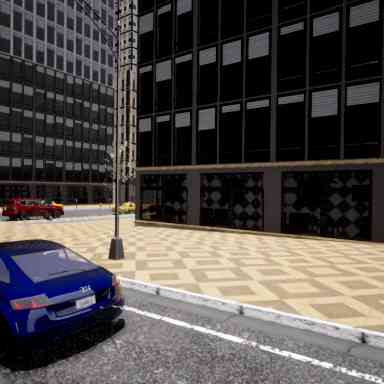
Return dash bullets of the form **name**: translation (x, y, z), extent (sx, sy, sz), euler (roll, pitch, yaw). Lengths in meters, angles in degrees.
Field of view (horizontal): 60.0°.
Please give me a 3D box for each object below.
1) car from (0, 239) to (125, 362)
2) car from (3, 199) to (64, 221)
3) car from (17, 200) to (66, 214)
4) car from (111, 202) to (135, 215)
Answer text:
- **car**: translation (-3.195, 1.561, 5.944), extent (4.181, 1.385, 1.994), euler (0, 0, 34)
- **car**: translation (-13.798, 1.520, 29.153), extent (2.192, 1.841, 5.009), euler (1, 0, 36)
- **car**: translation (-17.332, 1.643, 38.515), extent (1.752, 1.417, 4.829), euler (1, 0, 36)
- **car**: translation (-7.036, 1.831, 38.390), extent (1.752, 1.417, 4.829), euler (1, 0, 36)
